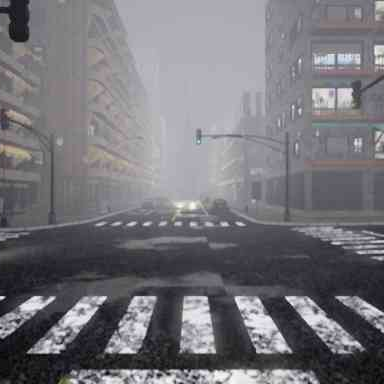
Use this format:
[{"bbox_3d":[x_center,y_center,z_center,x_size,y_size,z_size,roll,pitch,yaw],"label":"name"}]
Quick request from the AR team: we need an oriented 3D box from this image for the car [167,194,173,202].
[{"bbox_3d":[-5.707,1.441,72.061,1.887,1.381,4.507,0,0,0],"label":"car"}]

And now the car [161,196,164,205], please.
[{"bbox_3d":[-5.701,1.505,49.925,1.802,1.307,4.206,0,0,0],"label":"car"}]

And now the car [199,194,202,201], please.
[{"bbox_3d":[2.677,1.491,60.995,1.802,1.307,4.206,0,0,0],"label":"car"}]

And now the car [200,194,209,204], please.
[{"bbox_3d":[2.678,1.498,55.461,1.802,1.307,4.206,0,0,0],"label":"car"}]

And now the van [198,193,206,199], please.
[{"bbox_3d":[2.676,1.244,66.529,1.690,1.788,3.998,0,0,0],"label":"van"}]

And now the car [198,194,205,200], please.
[{"bbox_3d":[2.668,1.419,94.200,1.887,1.381,4.507,0,0,0],"label":"car"}]

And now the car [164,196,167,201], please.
[{"bbox_3d":[-5.702,1.481,55.460,1.947,1.339,4.313,0,0,0],"label":"car"}]

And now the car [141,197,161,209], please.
[{"bbox_3d":[-5.700,1.481,44.390,2.008,1.369,4.403,0,0,0],"label":"car"}]

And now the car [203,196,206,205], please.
[{"bbox_3d":[2.682,1.490,38.857,2.008,1.369,4.403,0,0,0],"label":"car"}]

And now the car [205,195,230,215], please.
[{"bbox_3d":[2.684,1.387,33.323,1.967,1.590,4.097,0,0,0],"label":"car"}]

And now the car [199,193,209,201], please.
[{"bbox_3d":[2.673,1.206,77.597,2.192,1.841,5.009,0,0,0],"label":"car"}]
